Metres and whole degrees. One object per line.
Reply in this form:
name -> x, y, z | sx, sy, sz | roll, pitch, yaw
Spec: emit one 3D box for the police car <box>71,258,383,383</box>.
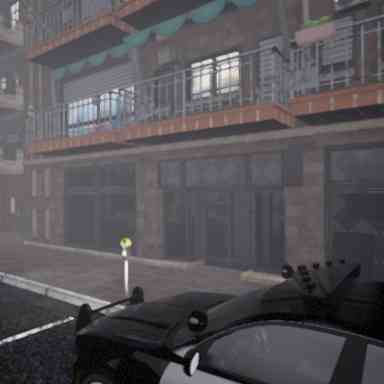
police car -> 0.992, 1.428, 2.712 | 5.238, 1.638, 1.930 | 0, 0, 35
